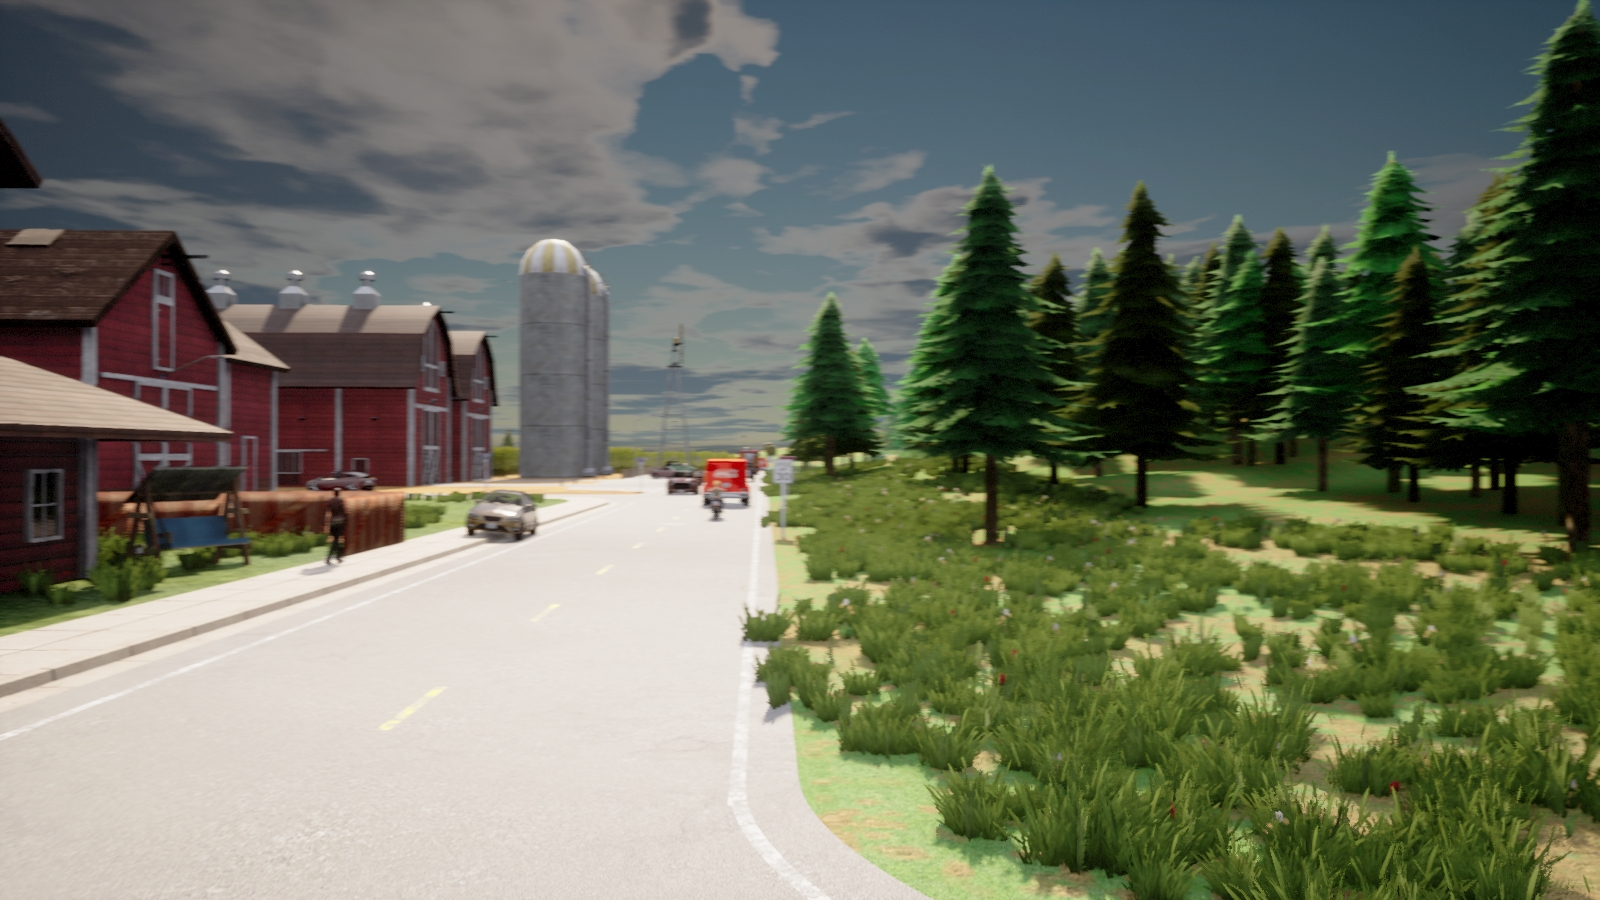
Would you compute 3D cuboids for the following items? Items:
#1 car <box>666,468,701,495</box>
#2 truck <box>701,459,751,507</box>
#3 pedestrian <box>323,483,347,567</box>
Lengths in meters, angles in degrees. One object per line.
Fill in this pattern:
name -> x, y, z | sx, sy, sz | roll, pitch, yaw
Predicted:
car -> -7.970, 2.143, 78.317 | 2.097, 1.767, 4.553 | 0, 0, -2
truck -> -3.988, 1.730, 62.215 | 2.627, 2.467, 5.204 | 0, 0, -3
pedestrian -> -10.459, 1.676, 25.716 | 0.375, 1.860, 0.375 | 0, 0, 0
